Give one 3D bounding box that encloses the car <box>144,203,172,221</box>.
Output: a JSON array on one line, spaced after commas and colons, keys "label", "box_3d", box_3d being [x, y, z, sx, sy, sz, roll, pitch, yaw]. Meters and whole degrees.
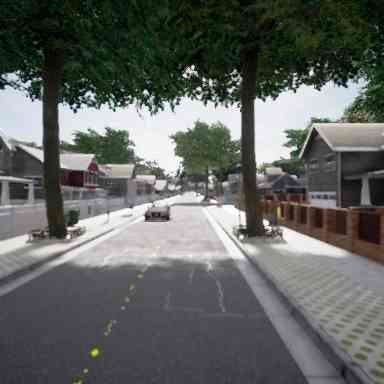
[{"label": "car", "box_3d": [-2.742, 1.574, 27.477, 1.994, 1.385, 4.181, 0, 0, 0]}]
